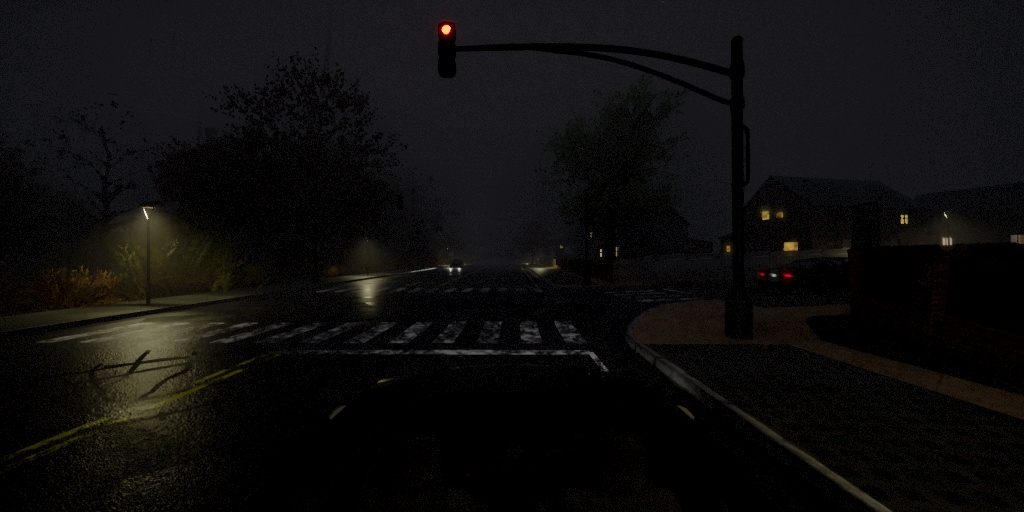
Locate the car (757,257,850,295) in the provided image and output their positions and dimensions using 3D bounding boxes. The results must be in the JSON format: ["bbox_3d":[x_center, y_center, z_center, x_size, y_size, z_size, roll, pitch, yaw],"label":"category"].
[{"bbox_3d":[12.835,0.746,14.387,5.357,1.411,2.033,-2,-1,-6],"label":"car"}]

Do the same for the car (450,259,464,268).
[{"bbox_3d":[-9.698,1.311,63.260,1.837,1.490,4.892,0,0,0],"label":"car"}]
